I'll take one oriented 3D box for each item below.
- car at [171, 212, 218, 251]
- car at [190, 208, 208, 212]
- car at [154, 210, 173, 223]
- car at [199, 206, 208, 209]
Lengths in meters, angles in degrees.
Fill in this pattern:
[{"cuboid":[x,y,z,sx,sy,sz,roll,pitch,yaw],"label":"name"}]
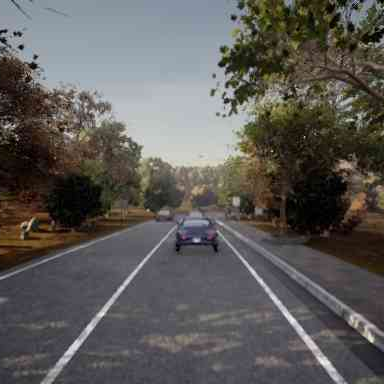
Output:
[{"cuboid":[0.215,1.852,15.647,1.812,1.442,4.674,0,-2,1],"label":"car"},{"cuboid":[0.323,2.495,31.136,1.812,1.442,4.674,0,-2,0],"label":"car"},{"cuboid":[-3.243,2.844,39.686,1.812,1.442,4.674,0,-2,1],"label":"car"},{"cuboid":[2.607,4.133,80.237,1.837,1.490,4.892,1,-2,17],"label":"car"}]
